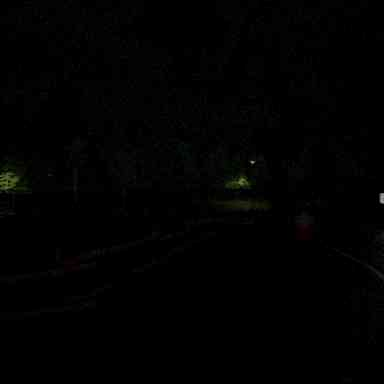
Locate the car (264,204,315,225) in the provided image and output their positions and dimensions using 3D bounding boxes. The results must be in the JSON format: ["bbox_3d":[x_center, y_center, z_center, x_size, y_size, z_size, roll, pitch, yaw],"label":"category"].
[{"bbox_3d":[8.671,2.174,30.916,1.837,1.490,4.892,1,-1,-24],"label":"car"}]

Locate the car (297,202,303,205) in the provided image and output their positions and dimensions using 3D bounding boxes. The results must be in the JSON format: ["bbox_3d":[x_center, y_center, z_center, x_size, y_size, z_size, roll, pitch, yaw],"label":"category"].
[{"bbox_3d":[28.585,3.269,81.153,4.181,1.385,1.994,1,-1,-29],"label":"car"}]

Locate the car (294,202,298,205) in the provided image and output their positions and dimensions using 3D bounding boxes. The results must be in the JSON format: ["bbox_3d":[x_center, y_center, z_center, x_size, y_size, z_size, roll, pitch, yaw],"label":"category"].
[{"bbox_3d":[26.873,3.335,84.206,4.181,1.385,1.994,1,-1,-29],"label":"car"}]

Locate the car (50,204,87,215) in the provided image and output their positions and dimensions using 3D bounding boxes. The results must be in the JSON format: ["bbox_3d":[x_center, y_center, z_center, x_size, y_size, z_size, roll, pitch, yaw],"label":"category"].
[{"bbox_3d":[-16.892,2.494,45.709,4.892,1.490,1.837,0,-2,-1],"label":"car"}]

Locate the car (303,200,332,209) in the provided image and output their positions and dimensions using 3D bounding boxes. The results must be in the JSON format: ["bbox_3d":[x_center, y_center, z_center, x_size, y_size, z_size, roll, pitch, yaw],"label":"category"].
[{"bbox_3d":[29.195,2.893,77.490,5.566,2.045,2.150,1,-1,-29],"label":"car"}]
